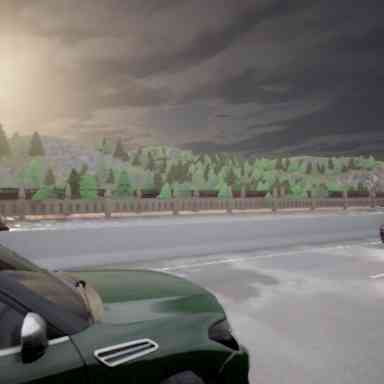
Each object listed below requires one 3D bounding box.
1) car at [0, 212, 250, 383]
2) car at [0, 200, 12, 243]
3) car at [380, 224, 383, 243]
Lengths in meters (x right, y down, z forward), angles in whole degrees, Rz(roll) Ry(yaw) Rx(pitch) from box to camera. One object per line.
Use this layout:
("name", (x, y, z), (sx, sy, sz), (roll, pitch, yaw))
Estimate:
("car", (-2.136, 1.204, 2.157), (5.566, 2.045, 2.150), (0, 0, -35))
("car", (-10.174, 1.262, 13.751), (4.553, 1.767, 2.097), (0, 0, -35))
("car", (9.666, 1.542, 13.497), (4.892, 1.490, 1.837), (0, 0, -30))
